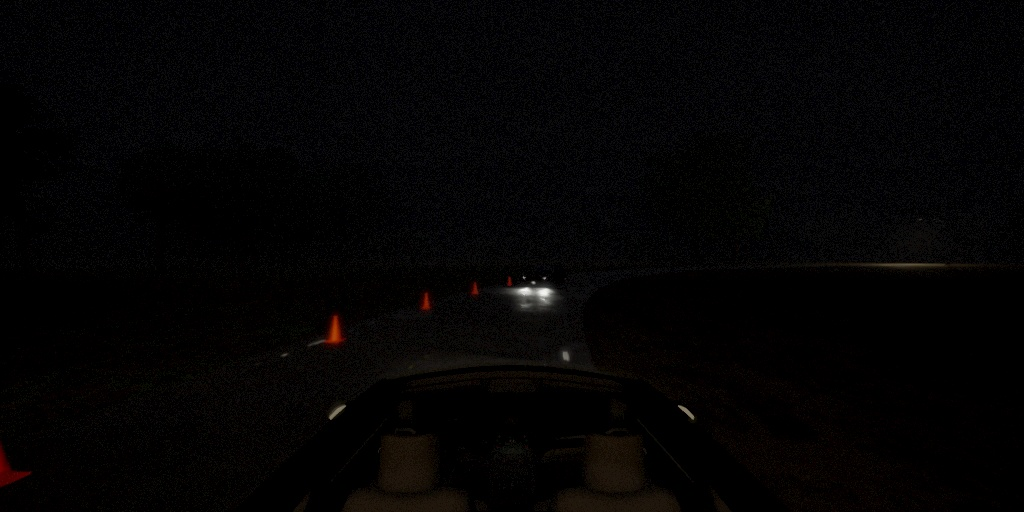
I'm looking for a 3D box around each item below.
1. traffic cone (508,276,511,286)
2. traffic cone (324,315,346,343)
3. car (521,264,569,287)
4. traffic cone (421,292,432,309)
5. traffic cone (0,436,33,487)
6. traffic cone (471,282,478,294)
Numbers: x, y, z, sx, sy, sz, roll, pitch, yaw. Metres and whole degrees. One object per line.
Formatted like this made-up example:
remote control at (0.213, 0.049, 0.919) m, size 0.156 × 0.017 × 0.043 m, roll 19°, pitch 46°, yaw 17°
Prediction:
traffic cone at (-0.166, 1.614, 23.360) m, size 0.340 × 0.580 × 0.340 m, roll 0°, pitch 0°, yaw 22°
traffic cone at (-4.061, 1.658, 8.252) m, size 0.340 × 0.580 × 0.340 m, roll 0°, pitch 0°, yaw 7°
car at (2.357, 1.213, 24.029) m, size 2.033 × 1.411 × 5.357 m, roll 0°, pitch 1°, yaw 24°
traffic cone at (-3.202, 1.652, 13.395) m, size 0.340 × 0.580 × 0.340 m, roll 0°, pitch 0°, yaw 12°
traffic cone at (-4.470, 1.654, 3.055) m, size 0.340 × 0.580 × 0.340 m, roll 0°, pitch 0°, yaw 2°
traffic cone at (-1.901, 1.638, 18.443) m, size 0.340 × 0.580 × 0.340 m, roll 0°, pitch 0°, yaw 17°
